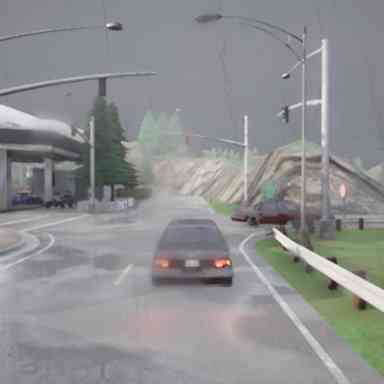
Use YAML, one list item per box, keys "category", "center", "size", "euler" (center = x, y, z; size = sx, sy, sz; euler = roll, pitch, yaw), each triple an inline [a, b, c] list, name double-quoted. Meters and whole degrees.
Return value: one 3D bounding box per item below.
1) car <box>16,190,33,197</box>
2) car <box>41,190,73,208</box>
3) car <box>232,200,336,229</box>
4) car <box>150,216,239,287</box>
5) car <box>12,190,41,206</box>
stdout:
- category: "car"
  center: [-41.114, 0.330, 81.788]
  size: [1.812, 1.442, 4.674]
  euler: [0, 1, 0]
- category: "car"
  center: [-14.512, 0.777, 36.623]
  size: [1.905, 1.878, 3.866]
  euler: [0, 1, -1]
- category: "car"
  center: [4.801, 1.132, 17.784]
  size: [5.357, 1.411, 2.033]
  euler: [-1, 0, 24]
- category: "car"
  center: [0.004, 1.414, 9.042]
  size: [2.033, 1.411, 5.357]
  euler: [0, 1, 0]
- category: "car"
  center: [-20.218, 0.882, 40.905]
  size: [2.242, 1.667, 4.611]
  euler: [0, 1, -1]
